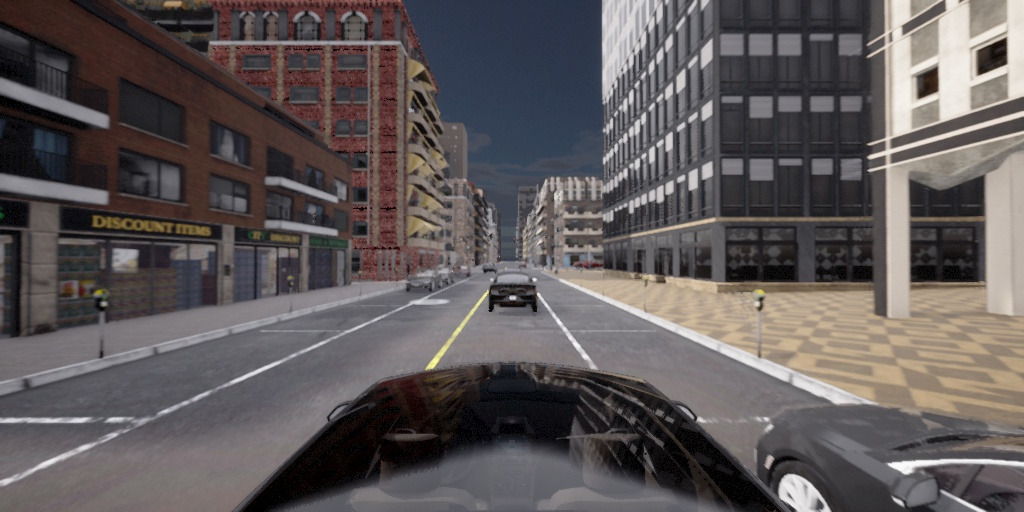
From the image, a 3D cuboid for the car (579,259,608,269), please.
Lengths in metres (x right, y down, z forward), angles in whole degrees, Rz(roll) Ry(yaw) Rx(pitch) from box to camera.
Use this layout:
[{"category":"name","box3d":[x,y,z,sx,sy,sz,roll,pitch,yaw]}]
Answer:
[{"category":"car","box3d":[14.694,1.430,62.104,5.009,1.841,2.192,0,0,0]}]

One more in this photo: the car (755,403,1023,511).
[{"category":"car","box3d":[2.690,1.293,0.962,2.007,1.370,4.403,0,0,0]}]

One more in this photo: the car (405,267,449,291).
[{"category":"car","box3d":[-5.697,1.532,23.552,2.007,1.370,4.403,0,0,0]}]

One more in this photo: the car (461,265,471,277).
[{"category":"car","box3d":[-5.751,1.765,42.117,1.802,1.307,4.207,0,0,0]}]

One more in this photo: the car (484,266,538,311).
[{"category":"car","box3d":[0.050,1.371,15.260,1.882,1.535,5.008,0,0,0]}]

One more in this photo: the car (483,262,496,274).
[{"category":"car","box3d":[-3.053,1.877,50.582,1.895,1.301,4.718,0,-1,1]}]

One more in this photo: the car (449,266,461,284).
[{"category":"car","box3d":[-5.698,1.593,29.200,2.007,1.370,4.403,0,0,0]}]
